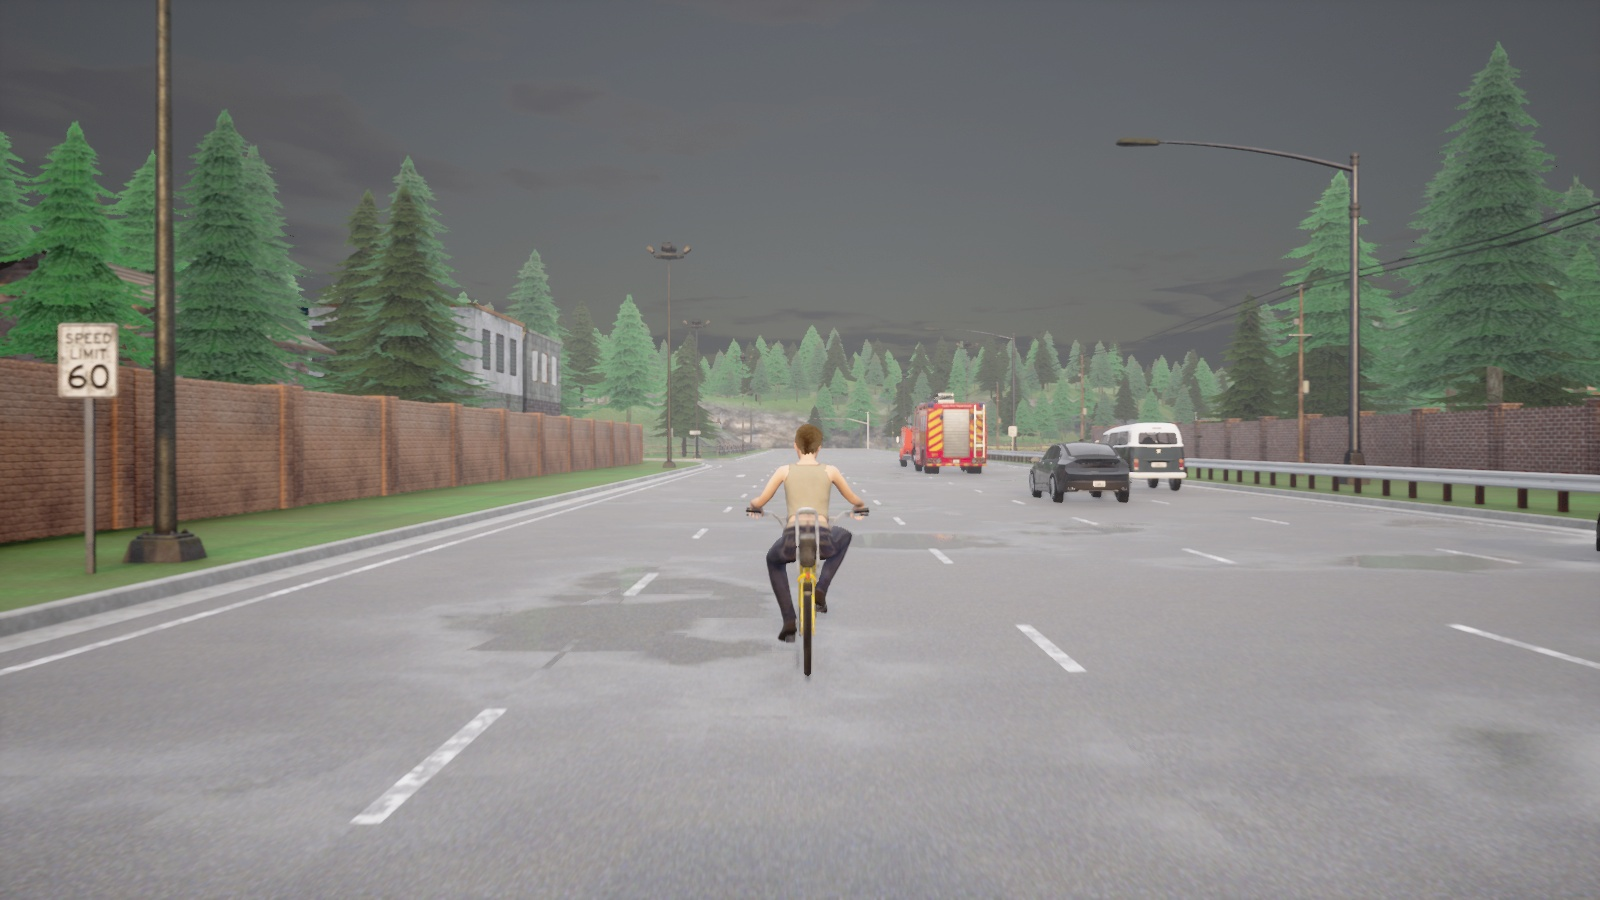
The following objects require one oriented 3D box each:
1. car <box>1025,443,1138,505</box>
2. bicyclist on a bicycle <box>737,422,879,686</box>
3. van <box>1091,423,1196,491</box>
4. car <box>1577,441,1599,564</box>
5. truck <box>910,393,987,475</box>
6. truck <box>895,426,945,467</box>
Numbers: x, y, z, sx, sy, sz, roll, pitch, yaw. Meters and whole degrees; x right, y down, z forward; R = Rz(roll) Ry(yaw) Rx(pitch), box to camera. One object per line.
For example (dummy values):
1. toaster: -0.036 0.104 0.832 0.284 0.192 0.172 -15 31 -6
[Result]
1. car: 7.169 0.564 32.450 1.837 1.490 4.892 0 0 0
2. bicyclist on a bicycle: 0.050 0.633 8.432 0.866 1.612 1.509 0 0 0
3. van: 10.701 0.235 39.451 2.069 2.038 4.480 0 -1 0
4. car: 10.580 0.639 13.616 1.970 1.475 3.806 0 0 0
5. truck: 7.309 -0.786 62.780 2.891 3.827 8.468 0 0 0
6. truck: 7.385 -0.200 77.852 2.627 2.467 5.204 0 0 0
